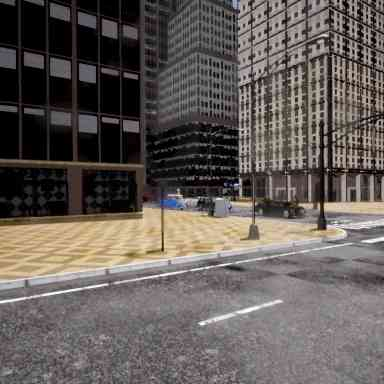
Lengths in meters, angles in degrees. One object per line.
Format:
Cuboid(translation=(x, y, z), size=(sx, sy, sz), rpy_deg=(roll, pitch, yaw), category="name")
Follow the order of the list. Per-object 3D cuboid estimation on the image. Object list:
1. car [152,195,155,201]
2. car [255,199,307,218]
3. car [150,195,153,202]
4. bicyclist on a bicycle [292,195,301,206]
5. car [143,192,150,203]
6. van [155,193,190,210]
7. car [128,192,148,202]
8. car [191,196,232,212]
Cuboid(translation=(-3.219, 1.349, 45.419), size=(1.812, 1.442, 4.674), rpy_deg=(-1, 1, -34), category="car")
Cuboid(translation=(7.706, 1.420, 29.233), size=(1.837, 1.490, 4.892), rpy_deg=(-1, 1, -34), category="car")
Cuboid(translation=(-4.737, 1.036, 57.999), size=(2.192, 1.841, 5.009), rpy_deg=(0, 0, -34), category="car")
Cuboid(translation=(12.012, 1.119, 38.461), size=(1.656, 1.620, 0.582), rpy_deg=(-1, 1, -34), category="bicyclist on a bicycle")
Cuboid(translation=(-7.838, 1.239, 62.590), size=(1.887, 1.381, 4.507), rpy_deg=(0, 0, -34), category="car")
Cuboid(translation=(-2.377, 1.211, 39.539), size=(1.690, 1.788, 3.998), rpy_deg=(0, 0, -34), category="van")
Cuboid(translation=(-10.940, 0.983, 67.179), size=(2.192, 1.841, 5.009), rpy_deg=(0, 0, -34), category="car")
Cuboid(translation=(2.432, 1.363, 37.041), size=(2.128, 1.511, 4.902), rpy_deg=(-1, 1, -34), category="car")
